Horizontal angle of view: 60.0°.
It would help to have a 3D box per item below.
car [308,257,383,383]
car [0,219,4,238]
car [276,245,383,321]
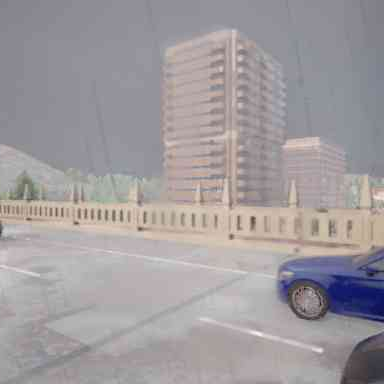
[{"bbox_3d":[3.337,1.504,1.612,4.892,1.490,1.837,0,0,36],"label":"car"},{"bbox_3d":[-10.864,1.527,16.039,4.674,1.442,1.812,0,0,35],"label":"car"},{"bbox_3d":[3.779,1.525,5.595,4.674,1.442,1.812,0,0,35],"label":"car"}]
